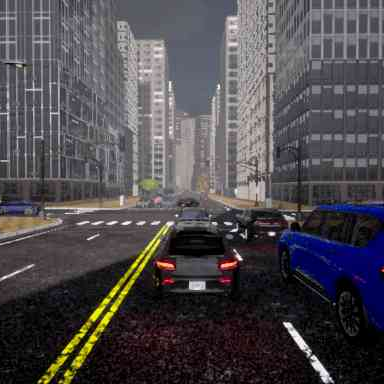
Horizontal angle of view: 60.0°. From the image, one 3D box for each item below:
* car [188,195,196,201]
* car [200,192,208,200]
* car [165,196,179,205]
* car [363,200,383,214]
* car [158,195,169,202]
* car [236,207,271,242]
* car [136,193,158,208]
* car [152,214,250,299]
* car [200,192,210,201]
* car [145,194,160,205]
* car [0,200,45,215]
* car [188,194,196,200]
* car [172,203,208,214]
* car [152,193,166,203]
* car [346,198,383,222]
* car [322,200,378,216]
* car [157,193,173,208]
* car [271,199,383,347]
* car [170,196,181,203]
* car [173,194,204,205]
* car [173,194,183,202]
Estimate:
[{"bbox_3d":[-0.069,1.443,79.627,1.812,1.442,4.674,0,0,0],"label":"car"},{"bbox_3d":[3.172,0.967,89.659,2.150,2.045,5.566,0,0,0],"label":"car"},{"bbox_3d":[-3.385,1.503,57.394,2.033,1.411,5.357,0,0,0],"label":"car"},{"bbox_3d":[21.778,1.643,36.725,4.829,1.417,1.752,1,0,1],"label":"car"},{"bbox_3d":[-6.569,1.469,77.769,2.033,1.411,5.357,0,0,0],"label":"car"},{"bbox_3d":[3.336,1.496,16.314,1.837,1.490,4.892,0,0,0],"label":"car"},{"bbox_3d":[-6.669,1.318,47.873,2.097,1.767,4.553,0,0,1],"label":"car"},{"bbox_3d":[0.092,1.522,8.310,1.812,1.442,4.674,0,0,0],"label":"car"},{"bbox_3d":[3.181,1.443,79.630,1.812,1.442,4.674,0,0,0],"label":"car"},{"bbox_3d":[-6.635,1.309,56.512,2.097,1.767,4.553,0,0,0],"label":"car"},{"bbox_3d":[-16.283,1.435,31.602,4.181,1.385,1.994,0,1,-1],"label":"car"},{"bbox_3d":[-0.078,1.282,89.627,2.033,1.411,5.357,0,0,0],"label":"car"},{"bbox_3d":[0.086,1.538,17.584,2.033,1.411,5.357,0,0,0],"label":"car"},{"bbox_3d":[-6.581,1.166,67.131,2.150,2.045,5.566,0,0,0],"label":"car"},{"bbox_3d":[16.176,1.519,28.434,5.009,1.841,2.192,1,0,1],"label":"car"},{"bbox_3d":[16.196,1.616,34.219,4.892,1.490,1.837,0,1,0],"label":"car"},{"bbox_3d":[-3.387,1.318,47.921,2.097,1.767,4.553,0,0,0],"label":"car"},{"bbox_3d":[3.348,1.218,6.453,2.150,2.045,5.566,0,0,0],"label":"car"},{"bbox_3d":[-3.328,1.507,67.361,1.994,1.385,4.181,0,0,1],"label":"car"},{"bbox_3d":[-0.386,1.418,41.167,1.882,1.535,5.008,1,-1,16],"label":"car"},{"bbox_3d":[-3.319,1.284,77.418,2.097,1.767,4.553,0,0,0],"label":"car"}]
